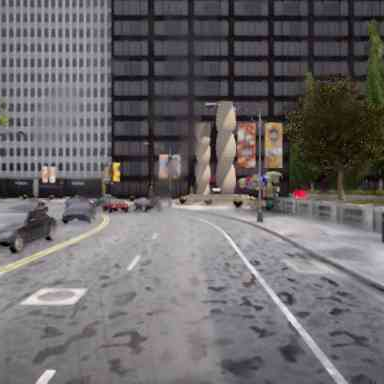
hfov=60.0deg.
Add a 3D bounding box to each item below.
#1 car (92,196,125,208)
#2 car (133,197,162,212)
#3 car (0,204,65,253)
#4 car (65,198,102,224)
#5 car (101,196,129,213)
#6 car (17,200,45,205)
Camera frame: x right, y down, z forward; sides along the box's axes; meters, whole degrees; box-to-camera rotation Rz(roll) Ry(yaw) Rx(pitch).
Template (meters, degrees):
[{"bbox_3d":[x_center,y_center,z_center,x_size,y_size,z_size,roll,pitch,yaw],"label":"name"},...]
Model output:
[{"bbox_3d":[-11.492,1.287,45.411,2.033,1.411,5.357,0,0,-44],"label":"car"},{"bbox_3d":[-4.833,1.300,35.753,1.837,1.490,4.892,0,1,-29],"label":"car"},{"bbox_3d":[-7.101,1.448,13.536,1.812,1.442,4.674,0,0,0],"label":"car"},{"bbox_3d":[-8.012,1.409,24.152,2.033,1.411,5.357,0,0,-10],"label":"car"},{"bbox_3d":[-8.020,1.404,34.267,1.895,1.301,4.718,0,0,-27],"label":"car"},{"bbox_3d":[-11.458,1.370,23.489,1.837,1.490,4.892,0,0,-10],"label":"car"}]
